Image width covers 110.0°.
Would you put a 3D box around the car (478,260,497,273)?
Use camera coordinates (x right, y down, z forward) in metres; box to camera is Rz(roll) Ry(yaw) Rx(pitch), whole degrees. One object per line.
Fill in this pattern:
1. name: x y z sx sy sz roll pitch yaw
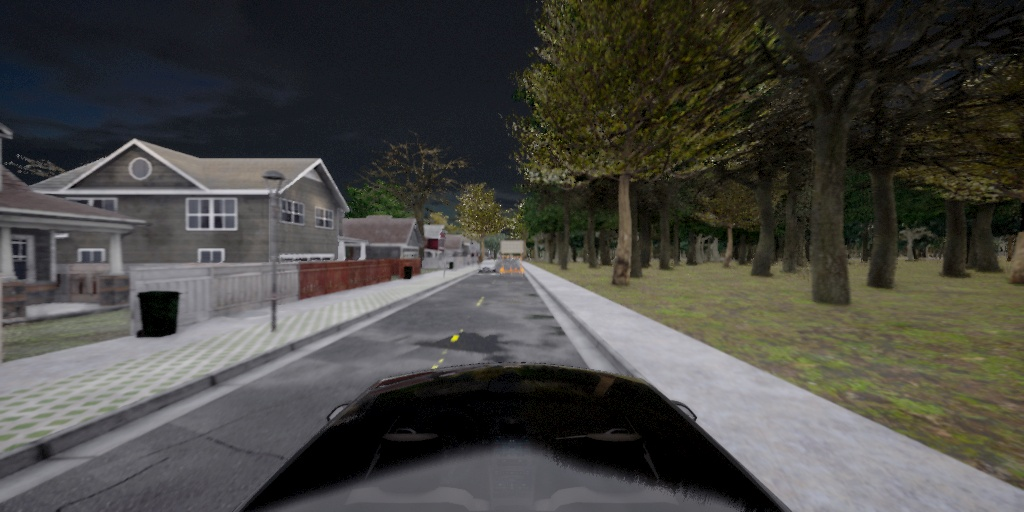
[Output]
1. car: -2.819 1.224 41.949 1.812 1.442 4.674 0 0 0

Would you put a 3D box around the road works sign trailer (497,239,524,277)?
1. road works sign trailer: 0.008 0.169 34.777 2.380 3.560 2.880 0 0 0
